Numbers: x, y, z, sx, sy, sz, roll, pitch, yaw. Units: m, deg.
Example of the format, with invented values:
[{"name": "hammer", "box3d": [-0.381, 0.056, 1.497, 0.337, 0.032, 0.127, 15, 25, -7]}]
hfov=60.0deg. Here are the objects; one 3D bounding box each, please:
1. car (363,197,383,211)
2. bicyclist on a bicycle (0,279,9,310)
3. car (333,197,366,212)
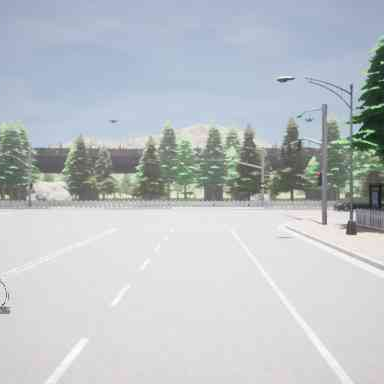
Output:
[{"name": "car", "box3d": [20.536, 1.508, 34.328, 4.181, 1.385, 1.994, 0, 0, 2]}, {"name": "bicyclist on a bicycle", "box3d": [-4.234, 1.455, 6.190, 1.656, 1.620, 0.582, -2, 0, 2]}, {"name": "car", "box3d": [18.538, 1.296, 37.902, 4.553, 1.767, 2.097, 0, 0, 2]}]
